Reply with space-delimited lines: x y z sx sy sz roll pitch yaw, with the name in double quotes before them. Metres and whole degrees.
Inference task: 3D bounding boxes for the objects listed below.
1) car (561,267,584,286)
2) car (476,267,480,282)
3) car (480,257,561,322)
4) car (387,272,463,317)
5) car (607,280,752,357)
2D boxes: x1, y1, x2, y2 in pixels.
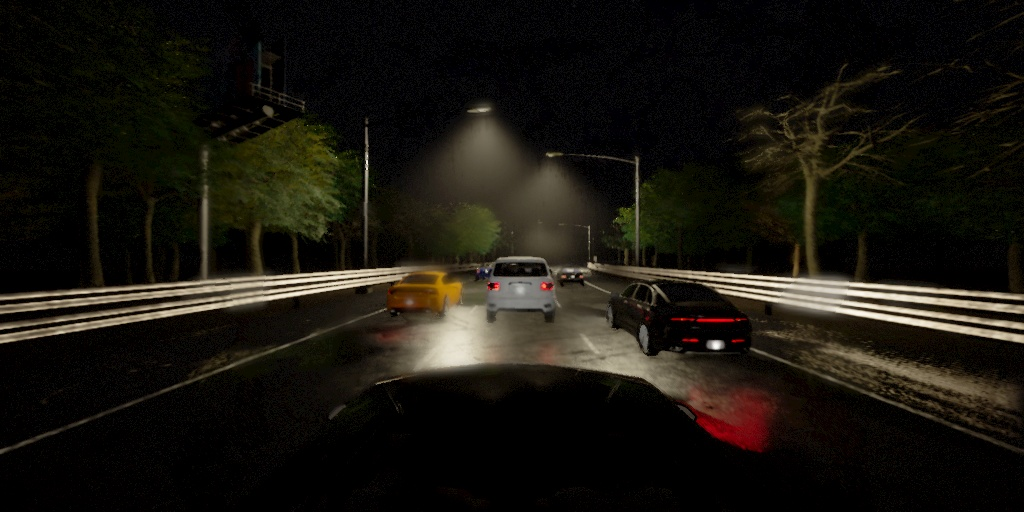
"car" 4.592 1.571 28.485 2.033 1.411 5.357 0 -1 4
"car" -2.018 1.423 33.577 2.097 1.767 4.553 0 -1 5
"car" 0.306 1.081 12.913 2.150 2.045 5.566 0 -1 1
"car" -3.163 1.347 13.880 1.882 1.535 5.008 0 0 2
"car" 3.666 1.328 8.748 1.837 1.490 4.892 0 0 2
